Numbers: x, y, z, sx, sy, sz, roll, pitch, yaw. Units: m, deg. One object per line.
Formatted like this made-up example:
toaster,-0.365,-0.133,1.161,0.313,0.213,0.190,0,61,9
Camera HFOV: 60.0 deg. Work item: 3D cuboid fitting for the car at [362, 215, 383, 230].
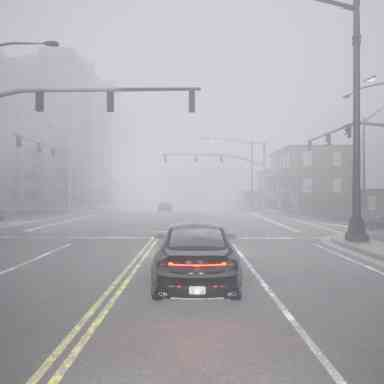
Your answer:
car,16.047,2.655,28.228,4.181,1.385,1.994,8,0,0

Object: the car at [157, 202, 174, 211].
car,-3.633,2.065,45.578,1.837,1.490,4.892,0,-5,0

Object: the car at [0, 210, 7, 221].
car,-16.461,1.525,24.937,4.674,1.442,1.812,0,0,1

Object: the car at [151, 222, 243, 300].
car,0.094,1.505,8.342,1.837,1.490,4.892,0,0,0
